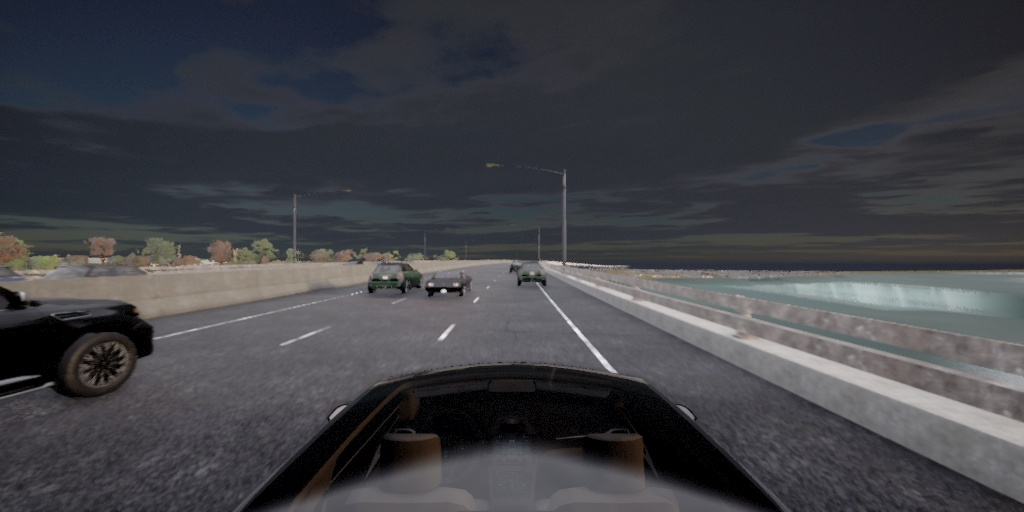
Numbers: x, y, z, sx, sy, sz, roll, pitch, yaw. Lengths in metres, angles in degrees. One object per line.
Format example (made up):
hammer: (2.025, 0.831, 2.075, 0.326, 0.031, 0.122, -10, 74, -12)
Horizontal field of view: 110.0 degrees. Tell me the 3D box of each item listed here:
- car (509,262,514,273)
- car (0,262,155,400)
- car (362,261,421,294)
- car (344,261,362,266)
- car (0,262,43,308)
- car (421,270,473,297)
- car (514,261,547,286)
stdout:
car: (0.648, 1.468, 47.995, 1.882, 1.535, 5.008, 0, 0, 2)
car: (-6.894, 0.976, 3.403, 2.150, 2.045, 5.566, 0, 0, 0)
car: (-6.777, 1.191, 21.352, 2.097, 1.767, 4.553, 0, 0, 1)
car: (-23.741, 1.524, 54.212, 1.837, 1.490, 4.892, 0, 0, 2)
car: (-21.049, 1.142, 13.010, 2.097, 1.767, 4.553, 0, 0, 0)
car: (-3.299, 1.434, 19.686, 1.895, 1.301, 4.718, 0, 0, 1)
car: (1.412, 1.226, 26.977, 2.097, 1.767, 4.553, 0, 0, 1)
